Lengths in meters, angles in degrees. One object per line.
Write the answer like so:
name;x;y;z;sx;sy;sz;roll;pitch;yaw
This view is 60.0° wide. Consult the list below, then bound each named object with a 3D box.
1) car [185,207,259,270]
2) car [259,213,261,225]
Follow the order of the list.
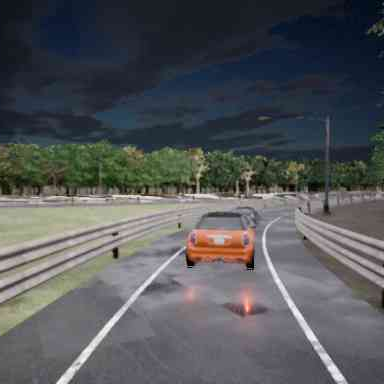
car;1.141;1.466;11.783;2.097;1.767;4.553;0;-1;10
car;3.846;1.789;24.211;2.033;1.411;5.357;0;0;18
